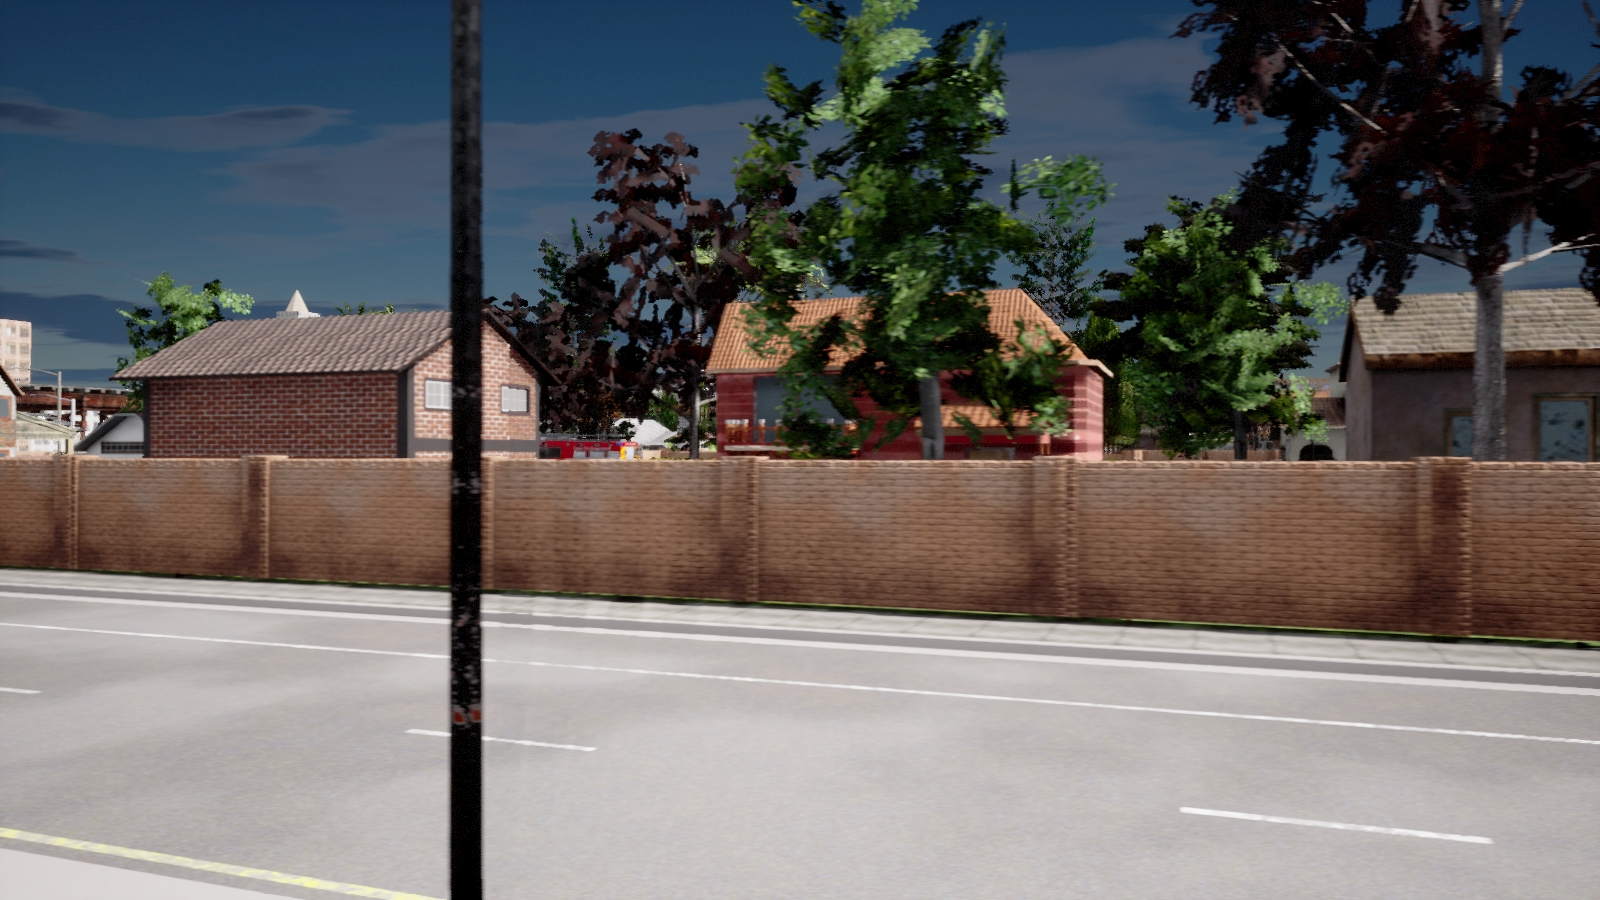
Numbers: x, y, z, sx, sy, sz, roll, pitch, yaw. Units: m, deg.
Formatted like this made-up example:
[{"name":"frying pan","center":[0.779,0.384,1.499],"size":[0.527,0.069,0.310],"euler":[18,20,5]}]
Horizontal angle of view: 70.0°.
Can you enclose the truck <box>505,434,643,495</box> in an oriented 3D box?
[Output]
[{"name":"truck","center":[-14.664,0.875,74.143],"size":[8.468,3.827,2.891],"euler":[0,1,19]}]
